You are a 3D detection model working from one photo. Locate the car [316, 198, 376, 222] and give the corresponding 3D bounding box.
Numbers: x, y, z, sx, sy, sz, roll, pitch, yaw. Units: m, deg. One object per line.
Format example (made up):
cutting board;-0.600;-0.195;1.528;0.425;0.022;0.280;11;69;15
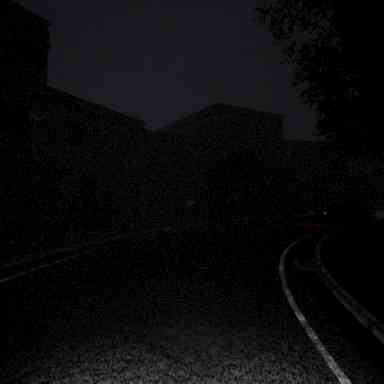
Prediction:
car;10.575;1.148;22.768;5.008;1.535;1.882;-2;-2;-34
